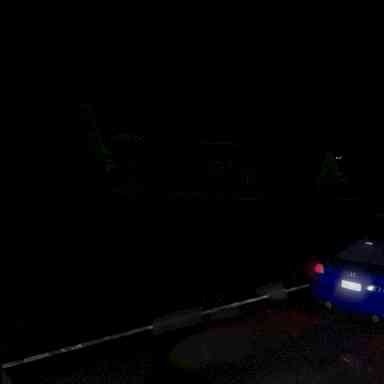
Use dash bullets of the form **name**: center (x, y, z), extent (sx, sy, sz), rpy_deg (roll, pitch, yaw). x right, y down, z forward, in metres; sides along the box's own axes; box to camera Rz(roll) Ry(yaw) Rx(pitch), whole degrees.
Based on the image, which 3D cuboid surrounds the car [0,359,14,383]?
- **car**: center (-3.339, 1.601, 1.368), extent (4.718, 1.301, 1.895), rpy_deg (0, 0, -35)

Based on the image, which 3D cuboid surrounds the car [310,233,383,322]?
- **car**: center (4.338, 1.564, 6.837), extent (4.181, 1.385, 1.994), rpy_deg (0, 0, -36)
